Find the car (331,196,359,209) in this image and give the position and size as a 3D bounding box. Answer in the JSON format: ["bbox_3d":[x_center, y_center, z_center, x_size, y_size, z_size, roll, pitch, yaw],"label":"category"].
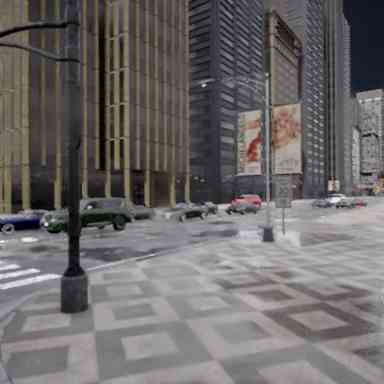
[{"bbox_3d":[22.204,1.713,48.095,2.033,1.411,5.357,-1,0,36],"label":"car"}]

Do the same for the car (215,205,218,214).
[{"bbox_3d":[1.097,1.735,35.690,1.812,1.442,4.674,-1,0,36],"label":"car"}]

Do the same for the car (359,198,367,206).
[{"bbox_3d":[28.855,1.745,57.356,1.994,1.385,4.181,-1,0,35],"label":"car"}]

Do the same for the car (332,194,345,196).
[{"bbox_3d":[26.329,1.428,59.416,2.150,2.045,5.566,-1,0,36],"label":"car"}]

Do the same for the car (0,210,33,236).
[{"bbox_3d":[-9.965,1.787,20.266,1.895,1.301,4.718,-1,0,36],"label":"car"}]

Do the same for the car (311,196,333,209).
[{"bbox_3d":[19.446,1.737,49.811,2.033,1.411,5.357,-1,0,36],"label":"car"}]

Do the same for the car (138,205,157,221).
[{"bbox_3d":[-4.830,1.760,27.431,1.994,1.385,4.181,-1,0,35],"label":"car"}]

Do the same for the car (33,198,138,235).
[{"bbox_3d":[-6.166,1.386,19.992,2.150,2.045,5.566,-1,0,36],"label":"car"}]

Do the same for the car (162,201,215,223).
[{"bbox_3d":[-0.481,1.667,27.920,2.128,1.511,4.902,-1,0,36],"label":"car"}]

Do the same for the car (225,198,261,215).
[{"bbox_3d":[5.640,1.737,36.440,2.033,1.411,5.357,-1,0,35],"label":"car"}]

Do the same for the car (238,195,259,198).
[{"bbox_3d":[7.243,1.445,44.210,2.150,2.045,5.566,-1,0,37],"label":"car"}]
